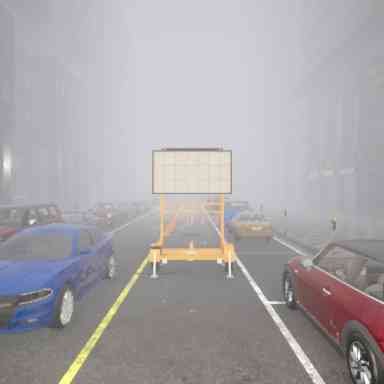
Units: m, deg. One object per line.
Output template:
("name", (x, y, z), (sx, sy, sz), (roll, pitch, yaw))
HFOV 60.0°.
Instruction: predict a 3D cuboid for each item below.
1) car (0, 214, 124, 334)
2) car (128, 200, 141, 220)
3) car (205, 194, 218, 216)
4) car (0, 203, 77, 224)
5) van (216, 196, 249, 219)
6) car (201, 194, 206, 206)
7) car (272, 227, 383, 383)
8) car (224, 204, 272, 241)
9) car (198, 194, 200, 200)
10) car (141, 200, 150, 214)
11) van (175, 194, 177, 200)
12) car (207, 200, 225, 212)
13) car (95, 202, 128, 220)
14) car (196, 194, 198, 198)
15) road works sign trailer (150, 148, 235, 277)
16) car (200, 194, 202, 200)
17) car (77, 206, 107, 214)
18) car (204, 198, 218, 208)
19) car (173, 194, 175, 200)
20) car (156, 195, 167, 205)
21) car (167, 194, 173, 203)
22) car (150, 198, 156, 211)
("car", (-2.996, 1.478, 7.130), (1.882, 1.535, 5.008), (0, 0, 0))
("car", (-5.750, 1.556, 27.523), (2.008, 1.369, 4.403), (0, 0, 0))
("car", (2.777, 1.323, 33.133), (2.192, 1.841, 5.009), (0, 0, 0))
("car", (-5.760, 1.316, 10.717), (2.192, 1.841, 5.009), (0, 0, 0))
("van", (2.771, 1.344, 21.930), (1.690, 1.788, 3.998), (0, 0, 0))
("car", (2.783, 1.329, 44.336), (2.192, 1.841, 5.009), (0, 0, 0))
("car", (2.762, 1.441, 5.124), (1.967, 1.590, 4.097), (0, 0, 0))
("car", (2.769, 1.527, 16.498), (1.752, 1.417, 4.829), (0, 0, 0))
("car", (2.796, 1.472, 66.743), (1.967, 1.590, 4.097), (0, 0, 0))
("car", (-5.747, 1.573, 33.125), (1.947, 1.339, 4.313), (0, 0, 0))
("van", (-5.717, 1.391, 89.147), (1.690, 1.788, 3.998), (0, 0, 0))
("car", (2.781, 1.593, 38.735), (1.802, 1.307, 4.206), (0, 0, 0))
("car", (-5.754, 1.443, 21.920), (1.967, 1.590, 4.097), (0, 0, 0))
("car", (2.809, 1.595, 89.150), (1.887, 1.381, 4.507), (0, 0, 0))
("road works sign trailer", (0.005, 0.465, 10.170), (2.380, 3.560, 2.880), (0, 0, 0))
("car", (2.790, 1.463, 55.540), (1.967, 1.590, 4.097), (0, 0, 0))
("car", (-5.756, 1.584, 16.319), (1.802, 1.307, 4.206), (0, 0, 0))
("car", (2.787, 1.584, 49.938), (1.947, 1.339, 4.313), (0, 0, 0))
("car", (-5.723, 1.586, 77.941), (1.887, 1.381, 4.507), (0, 0, 0))
("car", (-5.735, 1.567, 55.533), (1.887, 1.381, 4.507), (0, 0, 0))
("car", (-5.726, 1.476, 72.340), (1.967, 1.590, 4.097), (0, 0, 0))
("car", (-5.744, 1.576, 38.726), (1.947, 1.339, 4.313), (0, 0, 0))
